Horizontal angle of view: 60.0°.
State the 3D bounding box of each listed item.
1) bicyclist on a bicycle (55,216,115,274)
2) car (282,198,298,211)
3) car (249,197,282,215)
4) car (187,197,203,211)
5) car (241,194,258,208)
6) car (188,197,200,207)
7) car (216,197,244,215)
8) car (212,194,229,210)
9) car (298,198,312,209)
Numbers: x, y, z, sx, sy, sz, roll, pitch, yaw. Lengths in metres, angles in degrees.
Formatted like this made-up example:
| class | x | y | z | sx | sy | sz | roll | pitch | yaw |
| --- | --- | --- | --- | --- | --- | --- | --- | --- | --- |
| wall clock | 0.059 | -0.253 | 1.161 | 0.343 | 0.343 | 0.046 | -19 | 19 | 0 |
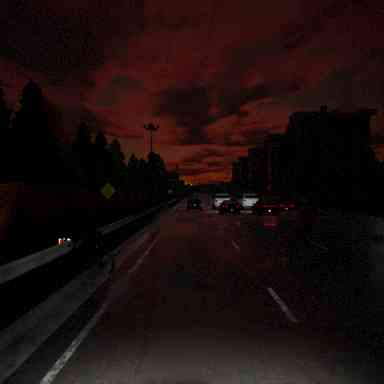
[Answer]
| class | x | y | z | sx | sy | sz | roll | pitch | yaw |
| --- | --- | --- | --- | --- | --- | --- | --- | --- | --- |
| bicyclist on a bicycle | -2.909 | 1.491 | 9.106 | 1.656 | 1.620 | 0.582 | 4 | 0 | -1 |
| car | 10.829 | 1.601 | 40.215 | 1.895 | 1.301 | 4.718 | 0 | 0 | 0 |
| car | 7.295 | 1.505 | 33.596 | 1.837 | 1.490 | 4.892 | 0 | 0 | 0 |
| car | 0.341 | 1.547 | 40.675 | 2.033 | 1.411 | 5.357 | 0 | 0 | 0 |
| car | 7.339 | 1.221 | 43.506 | 2.150 | 2.045 | 5.566 | 0 | 0 | 0 |
| car | 0.268 | 1.526 | 51.025 | 1.812 | 1.442 | 4.674 | 0 | 0 | 0 |
| car | 3.798 | 1.526 | 34.029 | 1.812 | 1.442 | 4.674 | 0 | 0 | 0 |
| car | 3.837 | 1.221 | 43.944 | 2.150 | 2.045 | 5.566 | 0 | 0 | 0 |
| car | 14.344 | 1.478 | 44.306 | 1.882 | 1.535 | 5.008 | 0 | 0 | 0 |
